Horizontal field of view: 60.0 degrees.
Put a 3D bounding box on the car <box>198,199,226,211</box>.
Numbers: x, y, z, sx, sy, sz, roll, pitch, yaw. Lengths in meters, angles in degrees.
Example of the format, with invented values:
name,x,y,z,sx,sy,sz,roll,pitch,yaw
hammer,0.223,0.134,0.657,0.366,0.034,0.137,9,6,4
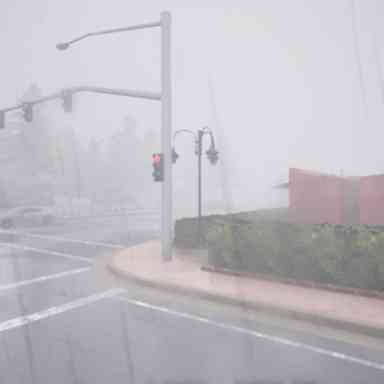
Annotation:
name,x,y,z,sx,sy,sz,roll,pitch,yaw
car,2.688,1.718,43.864,1.837,1.490,4.892,0,0,36

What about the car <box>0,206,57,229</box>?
name,x,y,z,sx,sy,sz,roll,pitch,yaw
car,-11.957,1.726,23.655,1.812,1.442,4.674,0,0,36
